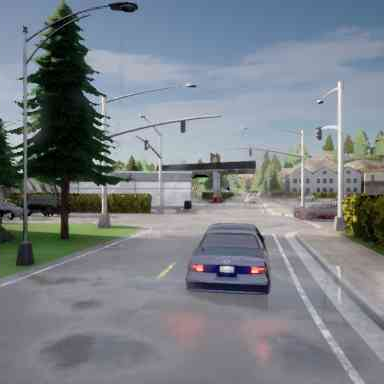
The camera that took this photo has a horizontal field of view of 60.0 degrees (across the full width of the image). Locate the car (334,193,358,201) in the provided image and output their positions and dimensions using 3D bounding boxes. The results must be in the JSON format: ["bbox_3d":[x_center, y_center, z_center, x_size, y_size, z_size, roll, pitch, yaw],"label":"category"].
[{"bbox_3d":[34.573,1.097,74.686,4.605,1.855,1.932,0,0,10],"label":"car"}]

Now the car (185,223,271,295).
[{"bbox_3d":[1.095,1.547,8.929,2.033,1.411,5.357,0,0,10],"label":"car"}]

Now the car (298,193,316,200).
[{"bbox_3d":[26.218,1.361,76.135,3.806,1.475,1.970,0,0,10],"label":"car"}]

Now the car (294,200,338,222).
[{"bbox_3d":[10.100,1.564,25.760,4.181,1.385,1.994,0,0,-3],"label":"car"}]

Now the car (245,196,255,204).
[{"bbox_3d":[11.235,1.526,64.808,1.812,1.442,4.674,0,0,10],"label":"car"}]

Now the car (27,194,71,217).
[{"bbox_3d":[-14.011,1.221,30.670,5.566,2.045,2.150,0,0,10],"label":"car"}]

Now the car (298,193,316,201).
[{"bbox_3d":[27.402,1.077,79.301,3.866,1.878,1.905,0,0,10],"label":"car"}]

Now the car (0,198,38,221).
[{"bbox_3d":[-15.735,1.491,27.255,4.902,1.511,2.128,0,0,10],"label":"car"}]

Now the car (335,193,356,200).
[{"bbox_3d":[20.265,1.330,42.399,5.027,1.636,2.152,0,0,10],"label":"car"}]
